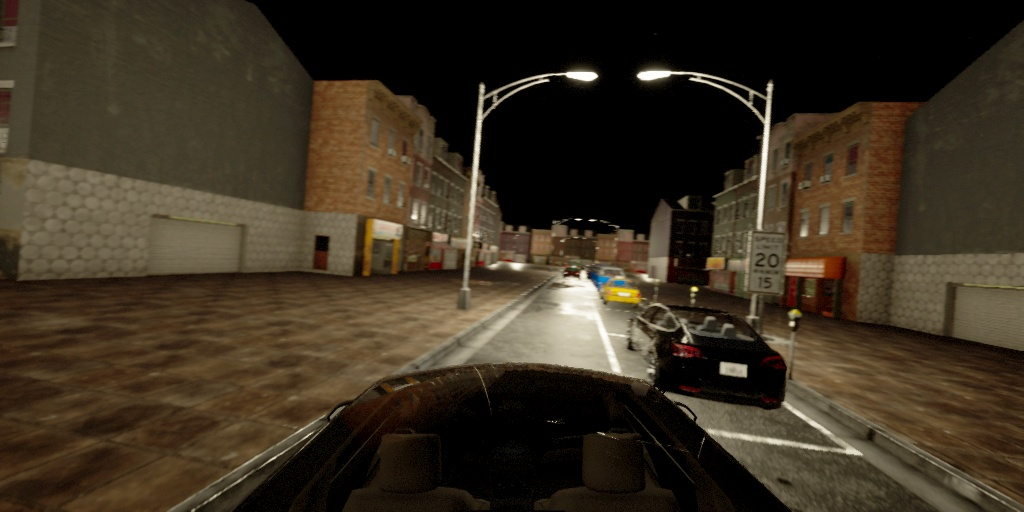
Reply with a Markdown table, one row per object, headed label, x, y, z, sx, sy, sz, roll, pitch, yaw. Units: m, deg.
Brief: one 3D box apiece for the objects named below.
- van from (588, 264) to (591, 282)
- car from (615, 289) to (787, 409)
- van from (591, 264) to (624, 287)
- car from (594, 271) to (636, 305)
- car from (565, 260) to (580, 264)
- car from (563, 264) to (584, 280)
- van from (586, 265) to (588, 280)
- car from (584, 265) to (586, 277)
| label | x | y | z | sx | sy | sz | roll | pitch | yaw |
| --- | --- | --- | --- | --- | --- | --- | --- | --- | --- |
| van | 7.290 | 1.667 | 29.097 | 1.690 | 1.789 | 3.998 | 0 | 0 | 10 |
| car | 3.259 | 1.574 | 6.820 | 1.948 | 1.339 | 4.313 | 0 | 0 | 10 |
| van | 6.282 | 1.587 | 23.528 | 1.690 | 1.789 | 3.998 | 0 | 0 | 10 |
| car | 5.305 | 1.692 | 18.126 | 1.751 | 1.417 | 4.829 | 0 | 0 | 10 |
| car | 8.574 | 1.650 | 50.194 | 2.150 | 2.045 | 5.566 | 5 | 0 | 10 |
| car | 6.601 | 1.870 | 39.422 | 1.895 | 1.301 | 4.718 | 5 | 0 | 10 |
| van | 8.297 | 1.747 | 34.666 | 1.690 | 1.789 | 3.998 | 0 | 0 | 10 |
| car | 9.305 | 1.801 | 40.235 | 2.192 | 1.841 | 5.009 | 0 | 0 | 10 |
